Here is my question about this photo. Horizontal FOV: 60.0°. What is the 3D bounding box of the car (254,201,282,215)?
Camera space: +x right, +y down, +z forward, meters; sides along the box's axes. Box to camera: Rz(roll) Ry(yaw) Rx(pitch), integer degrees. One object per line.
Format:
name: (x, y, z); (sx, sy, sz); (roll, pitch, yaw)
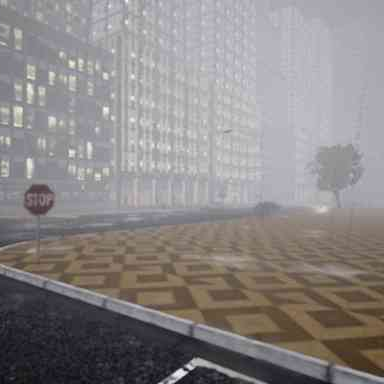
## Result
car: (9.028, 1.833, 39.274); (1.837, 1.490, 4.892); (0, -1, 36)

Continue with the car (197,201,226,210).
car: (2.822, 1.920, 47.426); (1.895, 1.301, 4.718); (0, -1, 37)
